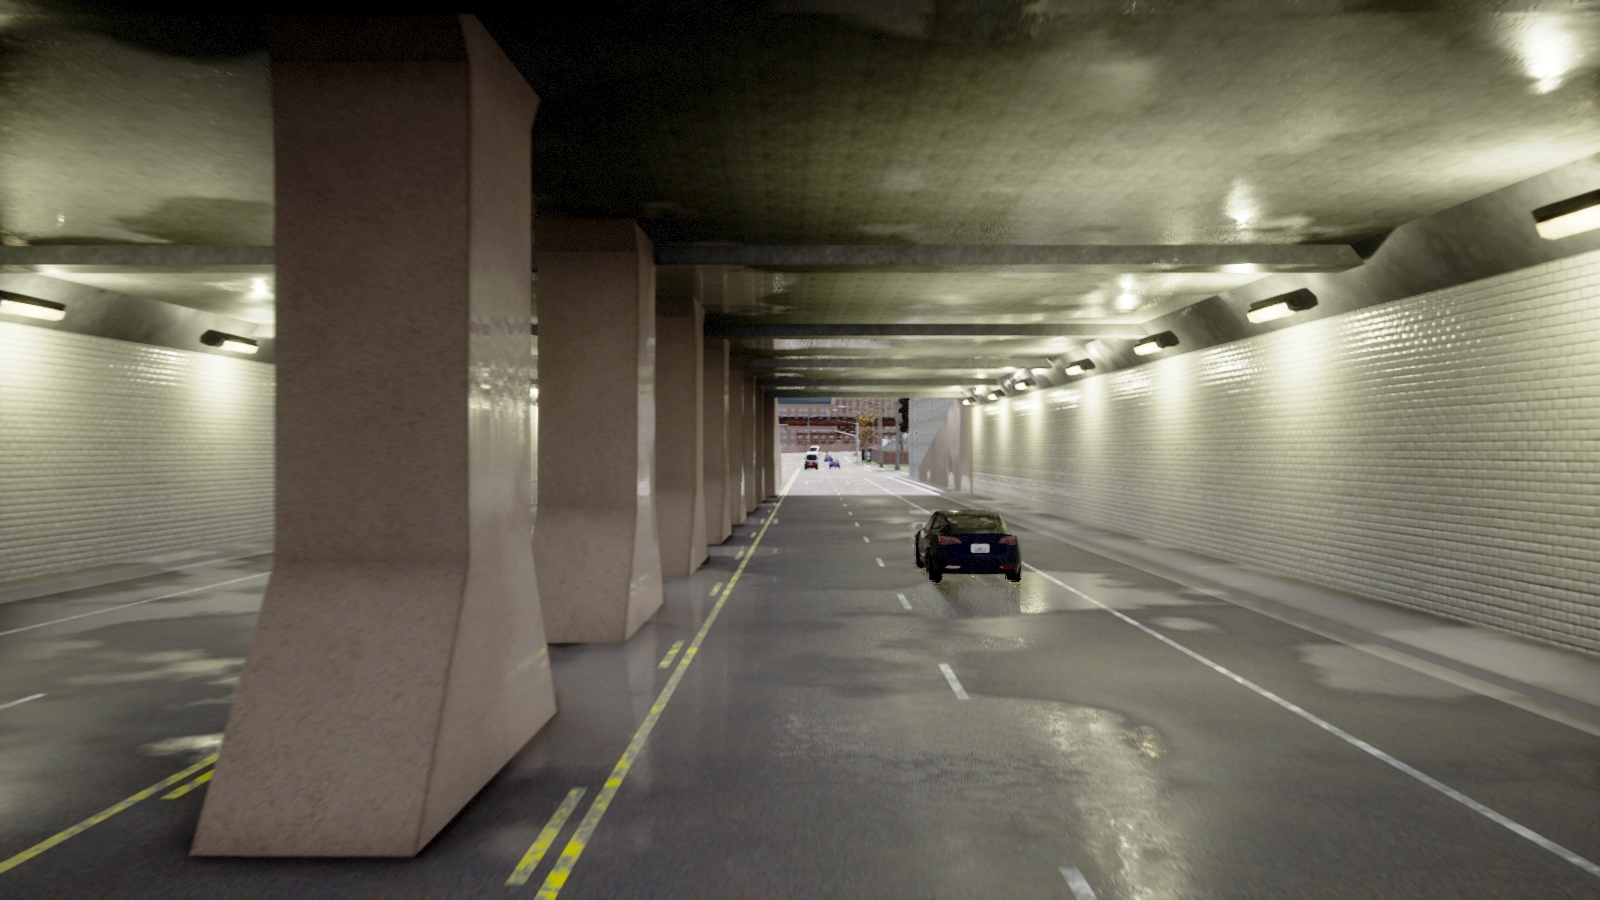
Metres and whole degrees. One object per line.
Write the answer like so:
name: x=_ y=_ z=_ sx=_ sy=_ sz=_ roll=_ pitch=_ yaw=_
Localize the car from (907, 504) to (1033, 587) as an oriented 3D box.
car: x=3.691 y=2.063 z=25.744 sx=2.163 sy=1.488 sz=4.792 roll=0 pitch=0 yaw=1
